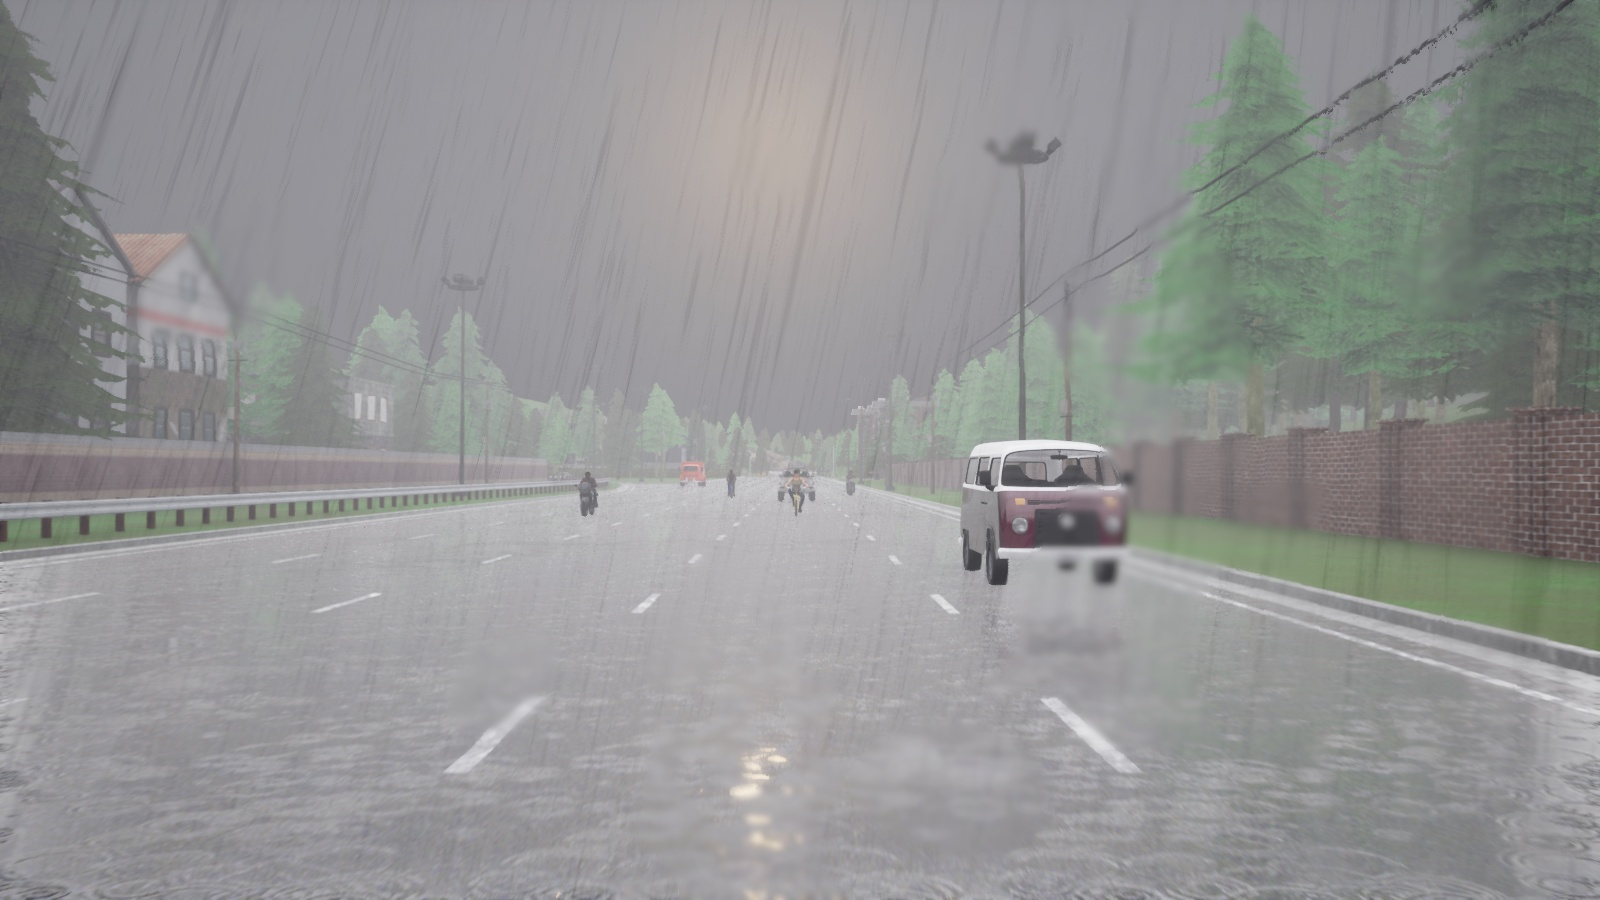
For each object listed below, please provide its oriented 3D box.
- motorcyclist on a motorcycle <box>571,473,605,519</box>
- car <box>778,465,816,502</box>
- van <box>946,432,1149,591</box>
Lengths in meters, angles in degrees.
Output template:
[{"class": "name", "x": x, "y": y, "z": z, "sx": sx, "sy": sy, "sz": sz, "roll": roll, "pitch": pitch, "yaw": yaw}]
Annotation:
[{"class": "motorcyclist on a motorcycle", "x": -7.102, "y": 1.531, "z": 42.179, "sx": 0.797, "sy": 1.523, "sz": 2.044, "roll": 0, "pitch": -1, "yaw": 0}, {"class": "car", "x": -0.158, "y": 1.721, "z": 65.149, "sx": 1.932, "sy": 1.855, "sz": 4.605, "roll": 0, "pitch": -1, "yaw": 0}, {"class": "van", "x": 3.454, "y": 0.833, "z": 18.433, "sx": 2.069, "sy": 2.038, "sz": 4.480, "roll": 0, "pitch": -1, "yaw": 0}]
